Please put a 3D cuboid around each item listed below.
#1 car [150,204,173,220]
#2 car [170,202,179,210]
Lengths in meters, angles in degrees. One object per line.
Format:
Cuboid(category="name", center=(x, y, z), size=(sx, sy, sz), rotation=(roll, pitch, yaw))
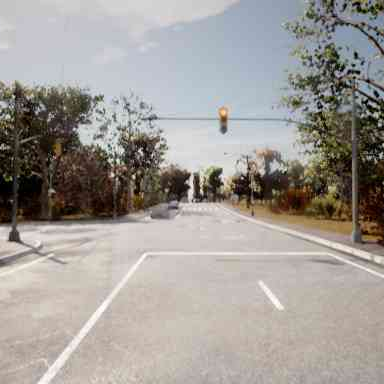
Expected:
Cuboid(category="car", center=(-3.552, 2.448, 37.961), size=(1.994, 1.385, 4.181), rotation=(0, -1, 0))
Cuboid(category="car", center=(-3.470, 2.592, 62.562), size=(2.033, 1.411, 5.357), rotation=(0, 0, 1))
